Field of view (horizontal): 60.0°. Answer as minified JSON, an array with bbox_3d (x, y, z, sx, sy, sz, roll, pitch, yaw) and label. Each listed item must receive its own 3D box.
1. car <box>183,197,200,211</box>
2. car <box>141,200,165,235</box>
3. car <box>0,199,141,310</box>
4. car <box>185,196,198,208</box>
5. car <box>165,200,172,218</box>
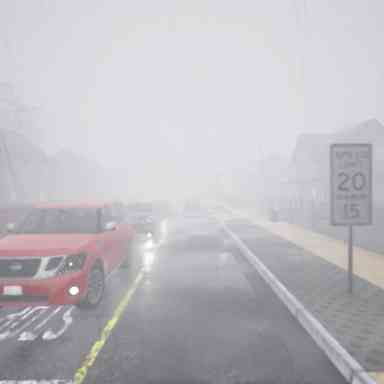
[{"bbox_3d":[-0.011,1.498,39.847,1.994,1.385,4.181,-1,0,0],"label":"car"},{"bbox_3d":[-2.859,1.328,18.322,2.097,1.767,4.553,-1,0,0],"label":"car"},{"bbox_3d":[-2.879,1.232,8.162,2.150,2.045,5.566,-1,0,1],"label":"car"},{"bbox_3d":[-0.012,1.457,49.907,1.837,1.490,4.892,-1,0,0],"label":"car"},{"bbox_3d":[-2.849,1.451,29.716,2.128,1.511,4.902,-1,0,0],"label":"car"}]
